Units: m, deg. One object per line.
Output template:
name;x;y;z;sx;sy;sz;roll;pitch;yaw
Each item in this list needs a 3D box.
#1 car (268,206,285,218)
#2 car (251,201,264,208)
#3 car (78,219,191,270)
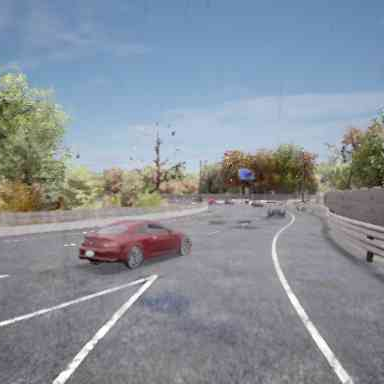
car;9.819;2.236;38.460;1.895;1.301;4.718;0;-1;16
car;14.291;2.718;73.112;2.033;1.411;5.357;0;-1;-2
car;-1.833;1.691;11.781;1.812;1.442;4.674;0;-1;31
